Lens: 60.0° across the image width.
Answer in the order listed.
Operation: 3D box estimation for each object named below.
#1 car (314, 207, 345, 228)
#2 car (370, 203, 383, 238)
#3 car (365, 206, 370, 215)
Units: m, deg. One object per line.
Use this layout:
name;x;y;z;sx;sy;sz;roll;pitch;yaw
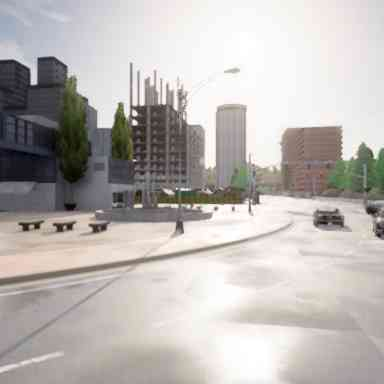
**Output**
car;9.494;1.709;23.184;1.895;1.301;4.718;0;0;20
car;10.861;1.598;17.832;1.837;1.490;4.892;1;0;26
car;19.349;1.775;34.008;1.895;1.301;4.718;0;0;9
